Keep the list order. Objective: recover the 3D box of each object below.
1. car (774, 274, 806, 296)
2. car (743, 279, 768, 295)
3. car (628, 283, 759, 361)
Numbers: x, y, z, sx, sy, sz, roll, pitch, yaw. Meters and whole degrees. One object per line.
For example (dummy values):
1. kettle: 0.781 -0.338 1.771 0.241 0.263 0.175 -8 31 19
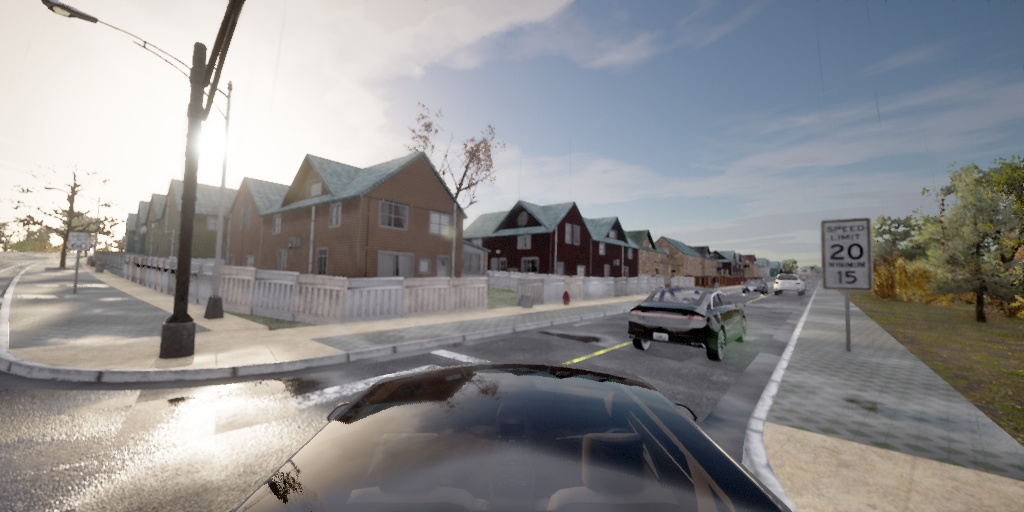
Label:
1. car: 28.003 2.896 36.156 2.150 2.045 5.566 -2 -4 42
2. car: 25.543 3.199 37.613 2.128 1.511 4.902 -1 -4 41
3. car: 4.638 1.552 9.204 2.128 1.511 4.902 -1 -4 41
